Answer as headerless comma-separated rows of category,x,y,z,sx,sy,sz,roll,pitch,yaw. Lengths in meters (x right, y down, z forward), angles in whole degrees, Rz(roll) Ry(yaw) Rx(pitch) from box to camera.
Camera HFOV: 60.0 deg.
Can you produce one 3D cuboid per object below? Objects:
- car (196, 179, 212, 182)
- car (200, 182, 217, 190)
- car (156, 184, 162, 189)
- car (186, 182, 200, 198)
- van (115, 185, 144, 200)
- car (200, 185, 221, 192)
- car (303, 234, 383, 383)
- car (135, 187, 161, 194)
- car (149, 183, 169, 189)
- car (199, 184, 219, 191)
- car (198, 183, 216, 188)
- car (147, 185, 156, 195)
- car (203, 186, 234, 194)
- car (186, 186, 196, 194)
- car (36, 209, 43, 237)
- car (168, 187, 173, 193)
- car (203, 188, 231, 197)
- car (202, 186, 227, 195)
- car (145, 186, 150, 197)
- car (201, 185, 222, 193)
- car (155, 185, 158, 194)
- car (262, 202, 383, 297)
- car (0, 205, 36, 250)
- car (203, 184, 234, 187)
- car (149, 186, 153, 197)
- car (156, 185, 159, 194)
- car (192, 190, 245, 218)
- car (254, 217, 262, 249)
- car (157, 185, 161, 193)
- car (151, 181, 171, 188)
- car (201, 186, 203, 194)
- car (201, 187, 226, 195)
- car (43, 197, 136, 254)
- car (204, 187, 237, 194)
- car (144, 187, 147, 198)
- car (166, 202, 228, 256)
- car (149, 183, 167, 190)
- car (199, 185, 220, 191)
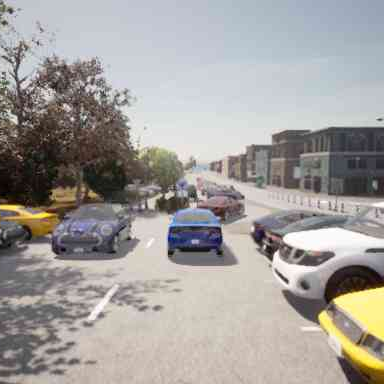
car,4.269,-1.939,92.122,5.566,2.045,2.435,0,4,0
car,4.245,-0.108,53.162,5.566,2.045,2.435,0,1,0
car,-8.794,-0.197,64.140,5.008,1.535,2.097,0,2,0
car,-0.420,0.090,41.882,2.150,2.045,5.566,0,1,1
van,-8.687,0.121,41.948,4.442,1.987,1.878,1,1,0
car,4.286,-0.803,78.232,4.674,1.452,2.002,0,3,0
car,4.353,1.444,3.897,5.366,1.575,1.946,0,0,0
car,-8.792,-0.312,67.056,4.892,1.521,2.231,0,2,0
car,-8.779,-1.496,89.204,5.008,1.535,2.097,0,4,0
car,4.297,-1.159,83.799,5.008,1.535,2.097,0,3,0
car,4.304,-1.870,94.916,5.008,1.535,2.097,0,4,0
car,-8.992,0.141,53.113,5.366,1.575,1.946,0,1,0
car,4.239,0.330,44.811,4.792,1.488,2.163,0,1,0
car,-0.256,-0.437,71.186,2.033,1.411,5.357,0,3,0
car,-8.539,1.355,14.870,5.008,1.535,2.097,0,0,0
car,-3.754,-0.547,72.889,2.033,1.411,5.357,0,3,0
car,4.306,0.023,58.736,4.792,1.488,2.163,0,2,0
car,4.311,-0.329,64.309,4.553,1.767,2.185,0,2,0
car,-8.813,0.299,47.410,4.674,1.452,2.002,0,1,0
car,4.254,-0.686,72.663,4.553,1.767,2.185,0,3,0
car,-8.990,0.071,55.907,5.366,1.575,1.946,0,1,0
car,4.510,1.172,6.671,5.566,2.045,2.435,0,0,0
car,-8.574,1.253,12.098,4.553,1.767,2.185,0,0,0
car,4.239,0.130,47.594,4.553,1.767,2.185,0,1,0
car,-8.837,0.235,50.322,4.792,1.488,2.163,0,1,0
car,-8.774,0.027,58.563,4.792,1.488,2.163,0,2,0
car,2.174,1.055,23.703,1.882,1.535,5.008,3,5,28
car,4.532,1.400,9.449,5.008,1.535,2.097,0,0,0
car,-8.796,-0.096,61.352,5.008,1.535,2.097,0,2,0
car,-8.753,-2.119,94.869,5.566,2.045,2.435,0,4,0
car,4.277,0.205,50.375,5.008,1.535,2.097,0,1,0
car,4.311,-0.285,67.100,4.792,1.488,2.163,0,2,0
car,-3.644,1.245,12.853,2.097,1.767,4.553,0,0,-1
car,4.296,0.374,42.027,4.792,1.488,2.163,0,1,0
car,-8.814,0.343,44.626,4.674,1.452,2.002,0,1,0
car,0.101,1.371,12.715,1.882,1.535,5.008,0,0,0
car,-8.817,-1.444,86.417,4.553,1.767,2.185,0,3,0
car,4.296,-0.997,81.014,5.008,1.535,2.097,0,3,0
